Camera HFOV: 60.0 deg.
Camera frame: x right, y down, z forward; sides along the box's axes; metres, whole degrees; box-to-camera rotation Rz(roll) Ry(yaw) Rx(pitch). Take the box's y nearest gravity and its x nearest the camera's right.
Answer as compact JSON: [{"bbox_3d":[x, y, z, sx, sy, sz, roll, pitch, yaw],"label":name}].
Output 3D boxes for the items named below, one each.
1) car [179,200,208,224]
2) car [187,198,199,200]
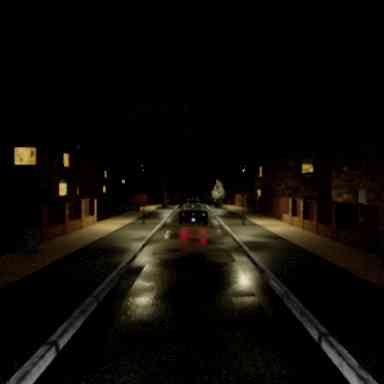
[{"bbox_3d":[0.095,1.449,23.193,1.895,1.301,4.718,0,0,0],"label":"car"},{"bbox_3d":[0.098,1.352,40.758,1.895,1.301,4.718,0,0,0],"label":"car"}]
